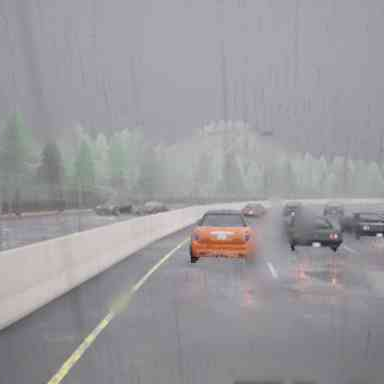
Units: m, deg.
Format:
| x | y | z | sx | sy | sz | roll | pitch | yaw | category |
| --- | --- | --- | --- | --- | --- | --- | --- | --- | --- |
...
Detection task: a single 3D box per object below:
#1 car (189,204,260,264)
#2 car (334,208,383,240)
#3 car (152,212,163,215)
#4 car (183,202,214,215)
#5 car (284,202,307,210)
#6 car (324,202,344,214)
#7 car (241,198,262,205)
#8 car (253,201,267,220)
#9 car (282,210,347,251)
| x | y | z | sx | sy | sz | roll | pitch | yaw | category |
| --- | --- | --- | --- | --- | --- | --- | --- | --- | --- |
| 1.202 | 1.424 | 12.345 | 2.097 | 1.767 | 4.553 | 0 | 0 | 7 | car |
| 9.186 | 1.730 | 17.622 | 1.895 | 1.301 | 4.718 | 0 | 0 | 12 | car |
| -4.156 | 1.702 | 34.793 | 1.812 | 1.442 | 4.674 | 0 | 0 | 20 | car |
| 0.842 | 1.813 | 38.117 | 1.895 | 1.301 | 4.718 | 0 | 0 | 23 | car |
| 9.859 | 1.714 | 31.823 | 1.837 | 1.490 | 4.892 | 0 | 0 | 21 | car |
| 14.719 | 1.766 | 34.468 | 1.812 | 1.442 | 4.674 | 0 | 0 | 23 | car |
| 12.592 | 1.964 | 70.364 | 2.033 | 1.411 | 5.357 | 0 | 0 | 40 | car |
| 5.778 | 1.753 | 30.826 | 1.994 | 1.385 | 4.181 | 0 | 0 | 19 | car |
| 5.063 | 1.700 | 14.673 | 1.895 | 1.301 | 4.718 | 0 | 0 | 10 | car |
